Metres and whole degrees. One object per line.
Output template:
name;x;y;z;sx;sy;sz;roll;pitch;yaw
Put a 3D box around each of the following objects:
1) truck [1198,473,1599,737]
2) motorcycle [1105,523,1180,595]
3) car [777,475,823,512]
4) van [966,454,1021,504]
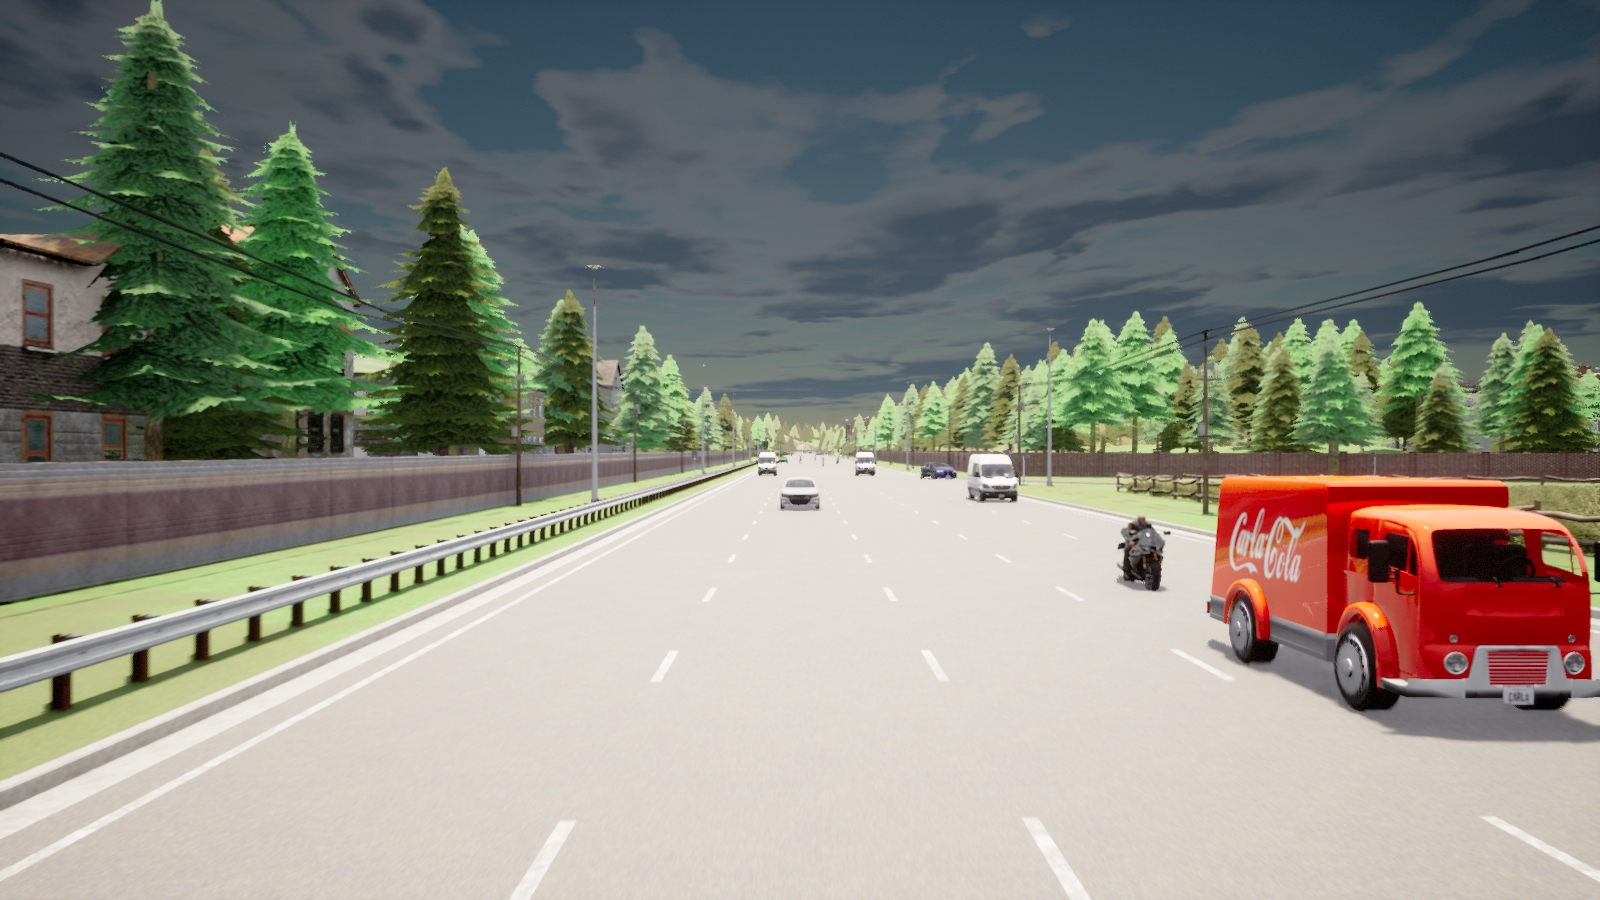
truck;7.006;1.567;13.738;2.627;2.467;5.204;0;0;0
motorcycle;6.997;2.204;23.458;0.867;1.251;2.209;0;0;0
car;0.000;2.032;54.249;2.097;1.535;5.006;0;0;0
van;10.496;1.531;62.460;1.988;2.561;5.915;0;0;0
